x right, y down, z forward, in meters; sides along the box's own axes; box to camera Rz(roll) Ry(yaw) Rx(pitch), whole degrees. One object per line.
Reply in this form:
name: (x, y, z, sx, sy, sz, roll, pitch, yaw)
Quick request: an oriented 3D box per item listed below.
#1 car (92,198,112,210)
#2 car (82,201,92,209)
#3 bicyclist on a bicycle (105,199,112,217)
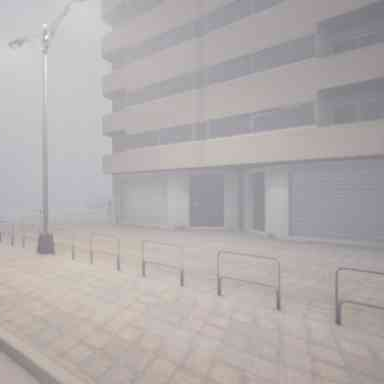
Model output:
car: (-11.339, 1.716, 47.631, 1.837, 1.490, 4.892, 0, 0, 41)
car: (-14.018, 1.731, 49.883, 1.837, 1.490, 4.892, 0, 0, 41)
bicyclist on a bicycle: (-7.358, 1.456, 29.960, 1.656, 1.620, 0.582, -1, 0, 40)
